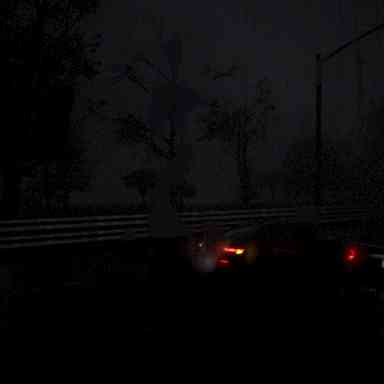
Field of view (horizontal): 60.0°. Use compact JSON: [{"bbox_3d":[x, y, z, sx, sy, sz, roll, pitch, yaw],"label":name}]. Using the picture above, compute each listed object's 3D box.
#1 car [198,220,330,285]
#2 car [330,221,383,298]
[{"bbox_3d":[2.330,1.517,9.390,4.674,1.442,1.812,0,0,-34],"label":"car"},{"bbox_3d":[5.362,1.343,7.194,4.553,1.767,2.097,0,0,-34],"label":"car"}]
